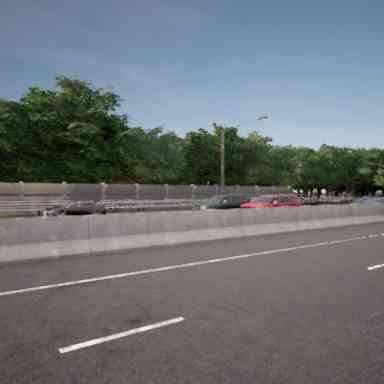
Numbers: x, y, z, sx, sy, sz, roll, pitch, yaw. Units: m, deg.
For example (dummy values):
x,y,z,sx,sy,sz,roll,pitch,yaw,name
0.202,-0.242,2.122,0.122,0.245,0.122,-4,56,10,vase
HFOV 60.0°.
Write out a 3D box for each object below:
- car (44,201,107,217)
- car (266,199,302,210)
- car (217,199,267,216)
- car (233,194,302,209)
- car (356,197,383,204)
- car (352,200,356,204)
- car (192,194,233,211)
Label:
x,y,z,sx,sy,sz,roll,pitch,yaw,name
-9.480,1.483,27.325,4.902,1.511,2.128,0,0,-35,car
11.724,1.572,42.430,4.718,1.301,1.895,0,0,-35,car
5.092,1.471,33.422,4.902,1.511,2.128,0,0,-35,car
6.107,1.204,25.549,5.566,2.045,2.150,0,0,-35,car
23.366,1.450,42.100,5.008,1.535,1.882,0,0,-35,car
24.624,1.483,47.251,4.892,1.490,1.837,1,0,-35,car
2.627,1.205,27.362,5.566,2.045,2.150,0,0,-35,car
